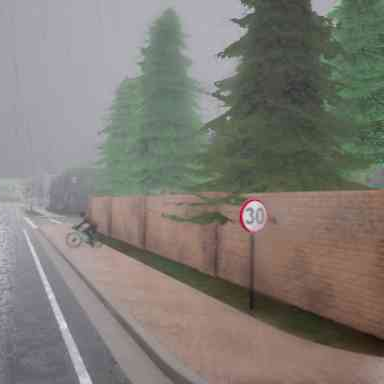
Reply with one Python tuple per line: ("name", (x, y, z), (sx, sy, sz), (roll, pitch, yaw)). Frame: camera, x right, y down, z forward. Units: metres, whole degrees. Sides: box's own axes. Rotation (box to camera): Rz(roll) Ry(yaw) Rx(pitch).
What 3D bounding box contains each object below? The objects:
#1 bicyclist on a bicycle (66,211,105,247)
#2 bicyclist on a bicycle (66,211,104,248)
("bicyclist on a bicycle", (-5.024, 1.741, 15.715), (1.656, 1.620, 0.582), (2, -2, -22))
("bicyclist on a bicycle", (-4.785, 1.718, 14.914), (1.656, 1.620, 0.582), (1, -2, -9))
